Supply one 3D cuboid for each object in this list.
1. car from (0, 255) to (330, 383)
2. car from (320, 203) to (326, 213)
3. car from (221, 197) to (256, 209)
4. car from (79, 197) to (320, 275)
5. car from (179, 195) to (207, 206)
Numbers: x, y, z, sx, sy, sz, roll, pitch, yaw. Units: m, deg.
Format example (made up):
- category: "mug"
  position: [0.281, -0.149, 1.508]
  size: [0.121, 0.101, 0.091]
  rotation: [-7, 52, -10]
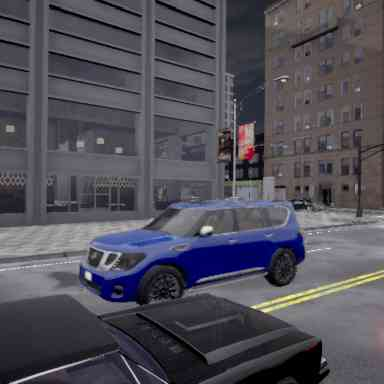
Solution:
- category: "car"
  position: [-0.987, 1.601, 2.679]
  size: [4.718, 1.301, 1.895]
  rotation: [0, 0, -35]
- category: "car"
  position: [11.901, 1.403, 35.582]
  size: [1.837, 1.490, 4.892]
  rotation: [1, 0, -35]
- category: "car"
  position: [6.037, 1.382, 43.907]
  size: [1.812, 1.442, 4.674]
  rotation: [1, 0, -35]
- category: "car"
  position: [0.326, 1.224, 7.817]
  size: [5.566, 2.045, 2.150]
  rotation: [0, 0, -35]
- category: "car"
  position: [0.055, 1.317, 52.376]
  size: [1.837, 1.490, 4.892]
  rotation: [1, 0, -35]
